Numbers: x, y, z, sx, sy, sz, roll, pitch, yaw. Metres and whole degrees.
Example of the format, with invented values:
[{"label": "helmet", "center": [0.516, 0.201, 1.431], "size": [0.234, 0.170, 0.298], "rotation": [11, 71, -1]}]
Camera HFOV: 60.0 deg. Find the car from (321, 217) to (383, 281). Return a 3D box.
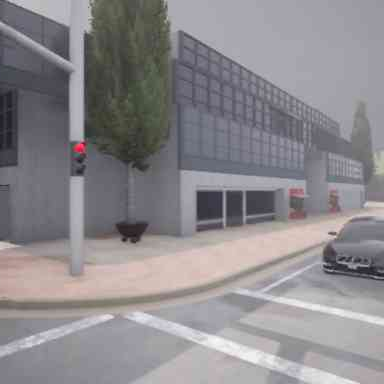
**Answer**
[{"label": "car", "center": [5.341, 1.528, 9.756], "size": [1.837, 1.490, 4.892], "rotation": [0, 0, 39]}]
